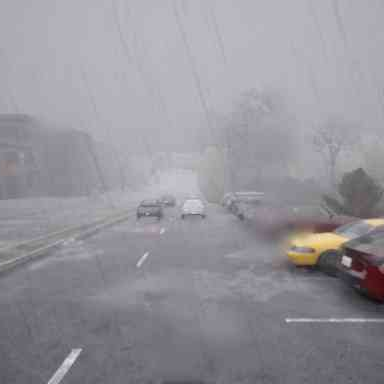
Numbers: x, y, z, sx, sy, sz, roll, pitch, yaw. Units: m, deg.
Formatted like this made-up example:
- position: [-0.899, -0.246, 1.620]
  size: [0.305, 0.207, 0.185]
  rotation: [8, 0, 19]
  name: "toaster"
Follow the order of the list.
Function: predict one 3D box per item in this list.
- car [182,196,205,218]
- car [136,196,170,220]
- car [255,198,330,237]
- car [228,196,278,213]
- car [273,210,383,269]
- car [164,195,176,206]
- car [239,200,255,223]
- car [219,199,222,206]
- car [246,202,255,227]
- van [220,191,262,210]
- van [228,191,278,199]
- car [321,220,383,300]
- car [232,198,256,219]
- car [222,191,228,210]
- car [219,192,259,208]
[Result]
- position: [0.110, 1.326, 27.916]
  size: [1.812, 1.442, 4.674]
  rotation: [0, 1, 0]
  name: "car"
- position: [-3.147, 1.316, 26.081]
  size: [2.128, 1.511, 4.902]
  rotation: [0, 1, 0]
  name: "car"
- position: [5.516, 1.292, 15.232]
  size: [4.553, 1.767, 2.185]
  rotation: [0, 1, 0]
  name: "car"
- position: [5.583, 1.332, 26.259]
  size: [4.792, 1.488, 2.163]
  rotation: [0, 1, 0]
  name: "car"
- position: [5.359, 1.448, 9.730]
  size: [5.366, 1.575, 1.946]
  rotation: [0, 0, 0]
  name: "car"
- position: [-3.129, 1.089, 43.076]
  size: [1.994, 1.385, 4.181]
  rotation: [0, 1, 0]
  name: "car"
- position: [5.553, 1.406, 20.749]
  size: [4.674, 1.452, 2.002]
  rotation: [0, 1, 0]
  name: "car"
- position: [5.552, 1.182, 34.523]
  size: [4.892, 1.521, 2.231]
  rotation: [0, 1, 0]
  name: "car"
- position: [5.546, 1.432, 17.995]
  size: [4.674, 1.452, 2.002]
  rotation: [0, 1, 0]
  name: "car"
- position: [5.444, 0.906, 37.276]
  size: [4.442, 1.987, 1.878]
  rotation: [0, 1, 0]
  name: "van"
- position: [5.672, 1.041, 29.008]
  size: [4.442, 1.987, 1.878]
  rotation: [0, 1, 0]
  name: "van"
- position: [5.571, 1.494, 6.970]
  size: [4.792, 1.488, 2.163]
  rotation: [0, 0, 0]
  name: "car"
- position: [5.522, 1.367, 23.507]
  size: [4.792, 1.488, 2.163]
  rotation: [0, 1, 0]
  name: "car"
- position: [5.526, 1.099, 31.894]
  size: [4.553, 1.767, 2.185]
  rotation: [0, 1, 0]
  name: "car"
- position: [5.592, 0.950, 40.030]
  size: [4.553, 1.767, 2.185]
  rotation: [0, 1, 0]
  name: "car"
